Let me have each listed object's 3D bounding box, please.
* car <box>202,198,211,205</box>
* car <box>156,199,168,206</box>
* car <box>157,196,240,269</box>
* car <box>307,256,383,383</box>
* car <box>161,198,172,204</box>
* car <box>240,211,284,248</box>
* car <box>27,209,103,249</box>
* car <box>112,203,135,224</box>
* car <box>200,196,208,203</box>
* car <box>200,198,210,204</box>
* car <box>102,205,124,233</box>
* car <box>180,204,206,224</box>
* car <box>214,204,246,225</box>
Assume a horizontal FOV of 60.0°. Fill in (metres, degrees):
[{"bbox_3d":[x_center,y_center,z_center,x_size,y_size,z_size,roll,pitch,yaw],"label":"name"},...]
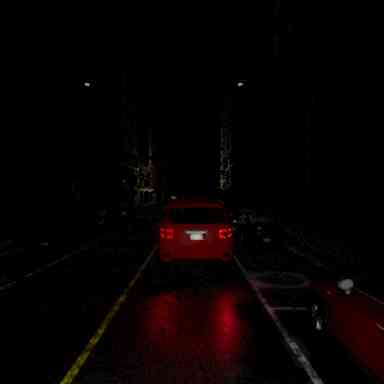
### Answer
[{"bbox_3d":[2.913,1.917,68.619,1.752,1.417,4.829,0,0,0],"label":"car"},{"bbox_3d":[-5.623,1.936,63.054,1.802,1.307,4.206,0,0,0],"label":"car"},{"bbox_3d":[0.102,1.280,11.430,2.150,2.045,5.566,0,0,0],"label":"car"},{"bbox_3d":[2.856,1.460,3.945,1.967,1.590,4.097,0,0,0],"label":"car"},{"bbox_3d":[-5.601,1.980,73.871,2.008,1.369,4.403,0,0,0],"label":"car"},{"bbox_3d":[2.858,1.626,14.947,2.008,1.369,4.403,0,0,0],"label":"car"},{"bbox_3d":[-5.667,1.641,14.949,1.947,1.339,4.313,0,0,0],"label":"car"},{"bbox_3d":[-5.665,1.572,25.952,1.967,1.590,4.097,0,0,0],"label":"car"},{"bbox_3d":[2.944,1.951,84.675,1.967,1.590,4.097,0,0,0],"label":"car"},{"bbox_3d":[2.924,1.979,73.857,2.008,1.369,4.403,0,0,0],"label":"car"},{"bbox_3d":[-5.666,1.685,20.450,1.802,1.307,4.206,0,0,0],"label":"car"},{"bbox_3d":[0.160,1.739,27.284,1.895,1.301,4.718,0,0,2],"label":"car"},{"bbox_3d":[2.861,1.697,25.950,1.947,1.339,4.313,0,0,0],"label":"car"}]
